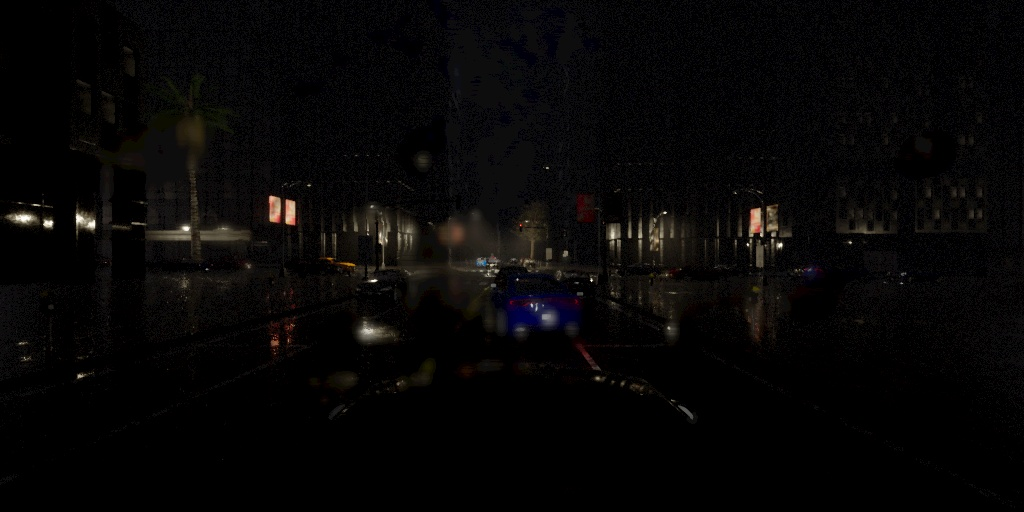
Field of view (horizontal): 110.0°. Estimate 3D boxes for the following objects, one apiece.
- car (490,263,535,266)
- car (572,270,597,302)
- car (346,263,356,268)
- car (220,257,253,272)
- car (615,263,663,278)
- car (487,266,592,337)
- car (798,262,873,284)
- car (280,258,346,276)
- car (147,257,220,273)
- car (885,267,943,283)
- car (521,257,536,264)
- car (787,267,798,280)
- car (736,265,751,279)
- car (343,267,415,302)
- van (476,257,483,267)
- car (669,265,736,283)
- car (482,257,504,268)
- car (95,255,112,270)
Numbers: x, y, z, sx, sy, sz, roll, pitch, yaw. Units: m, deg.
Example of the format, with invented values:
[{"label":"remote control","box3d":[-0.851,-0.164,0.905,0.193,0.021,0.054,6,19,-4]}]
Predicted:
[{"label":"car","box3d":[0.061,1.257,17.944,1.837,1.490,4.892,0,0,0]},{"label":"car","box3d":[2.757,1.303,16.737,2.007,1.370,4.403,0,0,0]},{"label":"car","box3d":[-18.096,0.937,35.511,5.008,1.535,1.882,1,0,0]},{"label":"car","box3d":[-28.313,0.806,35.538,4.674,1.442,1.812,1,0,0]},{"label":"car","box3d":[13.731,1.532,38.851,4.902,1.511,2.128,1,0,-1]},{"label":"car","box3d":[0.458,1.229,10.456,1.882,1.535,5.008,0,0,-8]},{"label":"car","box3d":[32.135,1.602,35.366,5.566,2.045,2.150,1,0,0]},{"label":"car","box3d":[-18.097,0.930,32.267,5.008,1.535,1.882,1,0,1]},{"label":"car","box3d":[-29.649,0.851,32.288,4.718,1.301,1.895,1,0,0]},{"label":"car","box3d":[43.369,1.953,38.738,4.553,1.767,2.097,1,0,1]},{"label":"car","box3d":[2.931,1.319,58.920,2.007,1.370,4.403,0,0,0]},{"label":"car","box3d":[33.073,1.626,38.801,5.566,2.045,2.150,1,0,0]},{"label":"car","box3d":[23.150,1.708,38.839,4.902,1.511,2.128,1,0,0]},{"label":"car","box3d":[-5.768,1.303,16.737,2.007,1.370,4.403,0,0,0]},{"label":"van","box3d":[-5.546,1.113,64.505,1.690,1.789,3.998,0,0,0]},{"label":"car","box3d":[16.757,1.560,32.168,5.008,1.535,1.882,1,0,0]},{"label":"car","box3d":[-2.928,1.259,56.103,2.128,1.511,4.902,0,0,2]},{"label":"car","box3d":[-41.630,0.580,35.594,4.674,1.442,1.812,1,0,0]}]
